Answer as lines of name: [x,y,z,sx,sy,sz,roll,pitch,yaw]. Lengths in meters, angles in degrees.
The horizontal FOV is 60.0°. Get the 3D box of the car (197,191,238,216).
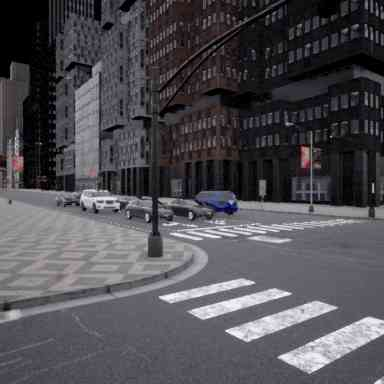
car: [1.527,0.928,28.404,2.150,2.045,5.566,0,1,-36]

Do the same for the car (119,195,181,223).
car: [-3.040,1.240,23.284,1.837,1.490,4.892,0,1,-36]

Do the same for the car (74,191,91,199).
car: [-21.885,0.563,66.395,1.812,1.442,4.674,0,1,-36]

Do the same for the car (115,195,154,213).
car: [-5.720,1.107,32.553,1.837,1.490,4.892,0,1,-36]

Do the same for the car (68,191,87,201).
car: [-20.043,0.668,58.288,1.837,1.490,4.892,0,1,-36]

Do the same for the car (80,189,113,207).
car: [-11.869,0.671,41.093,2.150,2.045,5.566,0,1,-35]

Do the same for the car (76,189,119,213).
car: [-8.729,0.819,31.168,2.150,2.045,5.566,0,1,-36]

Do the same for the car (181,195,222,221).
car: [-0.276,1.239,24.965,1.837,1.490,4.892,0,1,-38]

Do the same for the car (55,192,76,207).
car: [-14.943,0.991,39.789,2.033,1.411,5.357,0,1,-36]
